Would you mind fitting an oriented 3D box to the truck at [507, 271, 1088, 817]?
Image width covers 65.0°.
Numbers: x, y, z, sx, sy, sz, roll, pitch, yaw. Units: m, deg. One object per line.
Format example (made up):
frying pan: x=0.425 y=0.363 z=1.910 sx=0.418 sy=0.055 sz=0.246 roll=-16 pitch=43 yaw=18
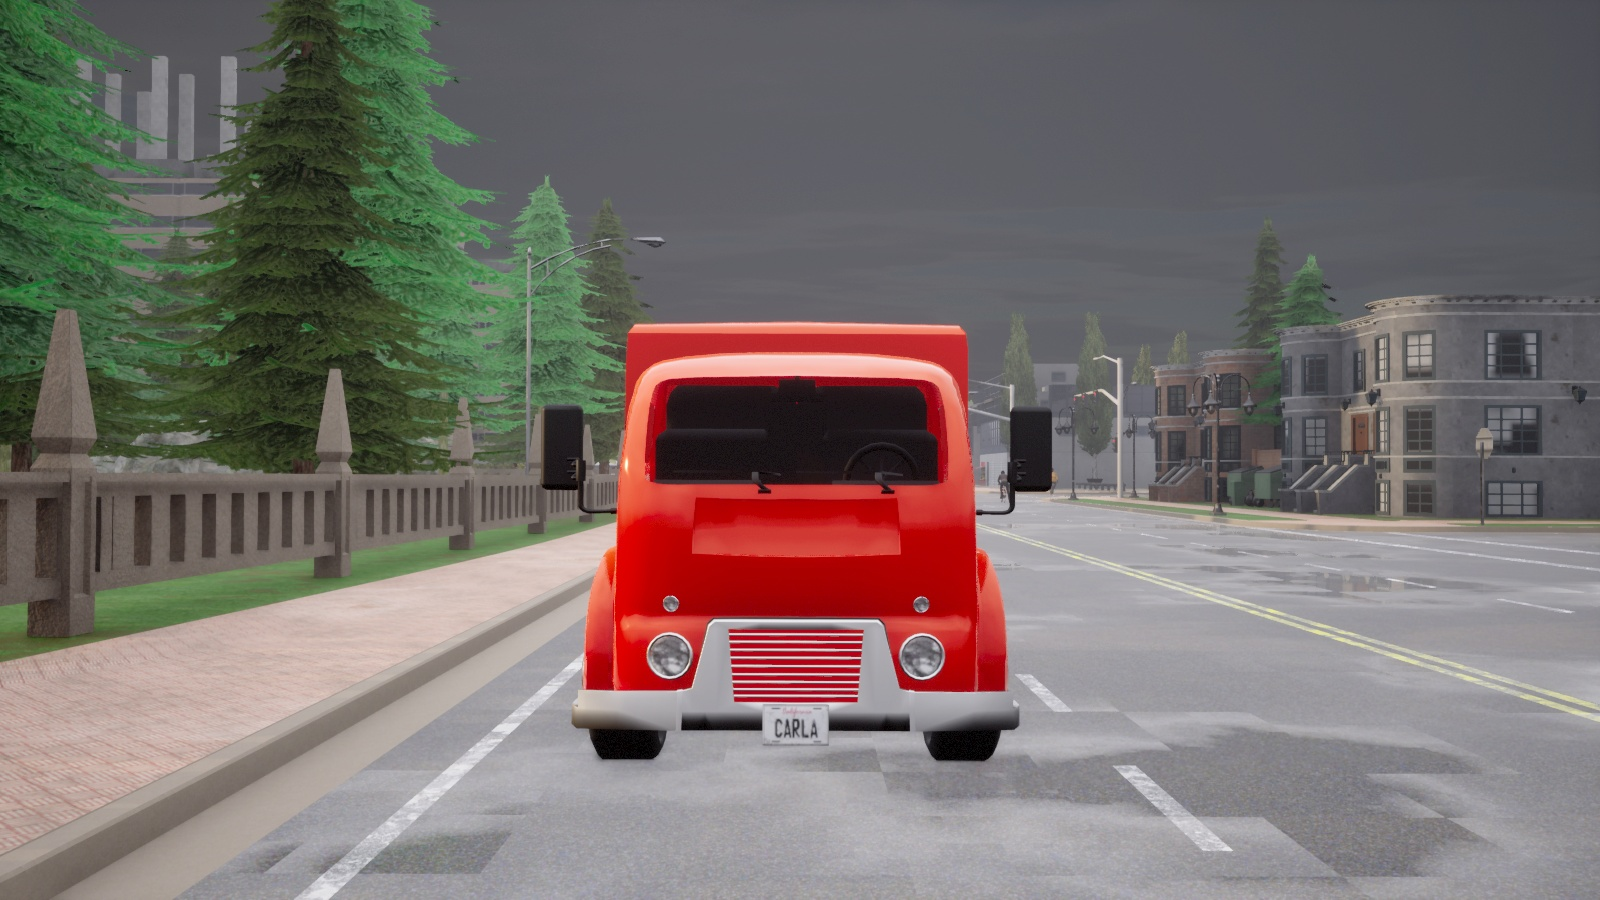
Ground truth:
truck: x=-0.023 y=0.467 z=8.306 sx=2.627 sy=2.467 sz=5.204 roll=0 pitch=-1 yaw=0
